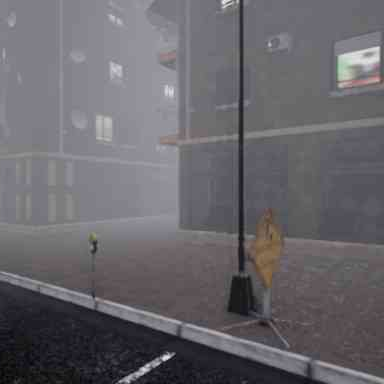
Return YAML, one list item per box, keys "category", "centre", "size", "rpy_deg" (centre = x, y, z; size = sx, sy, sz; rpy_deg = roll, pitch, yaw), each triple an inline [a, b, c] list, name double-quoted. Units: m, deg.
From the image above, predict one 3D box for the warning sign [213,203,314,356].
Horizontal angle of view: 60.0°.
- category: "warning sign"
  centre: [1.113, 1.118, 5.002]
  size: [1.060, 1.860, 1.300]
  rpy_deg: [0, 0, 35]
